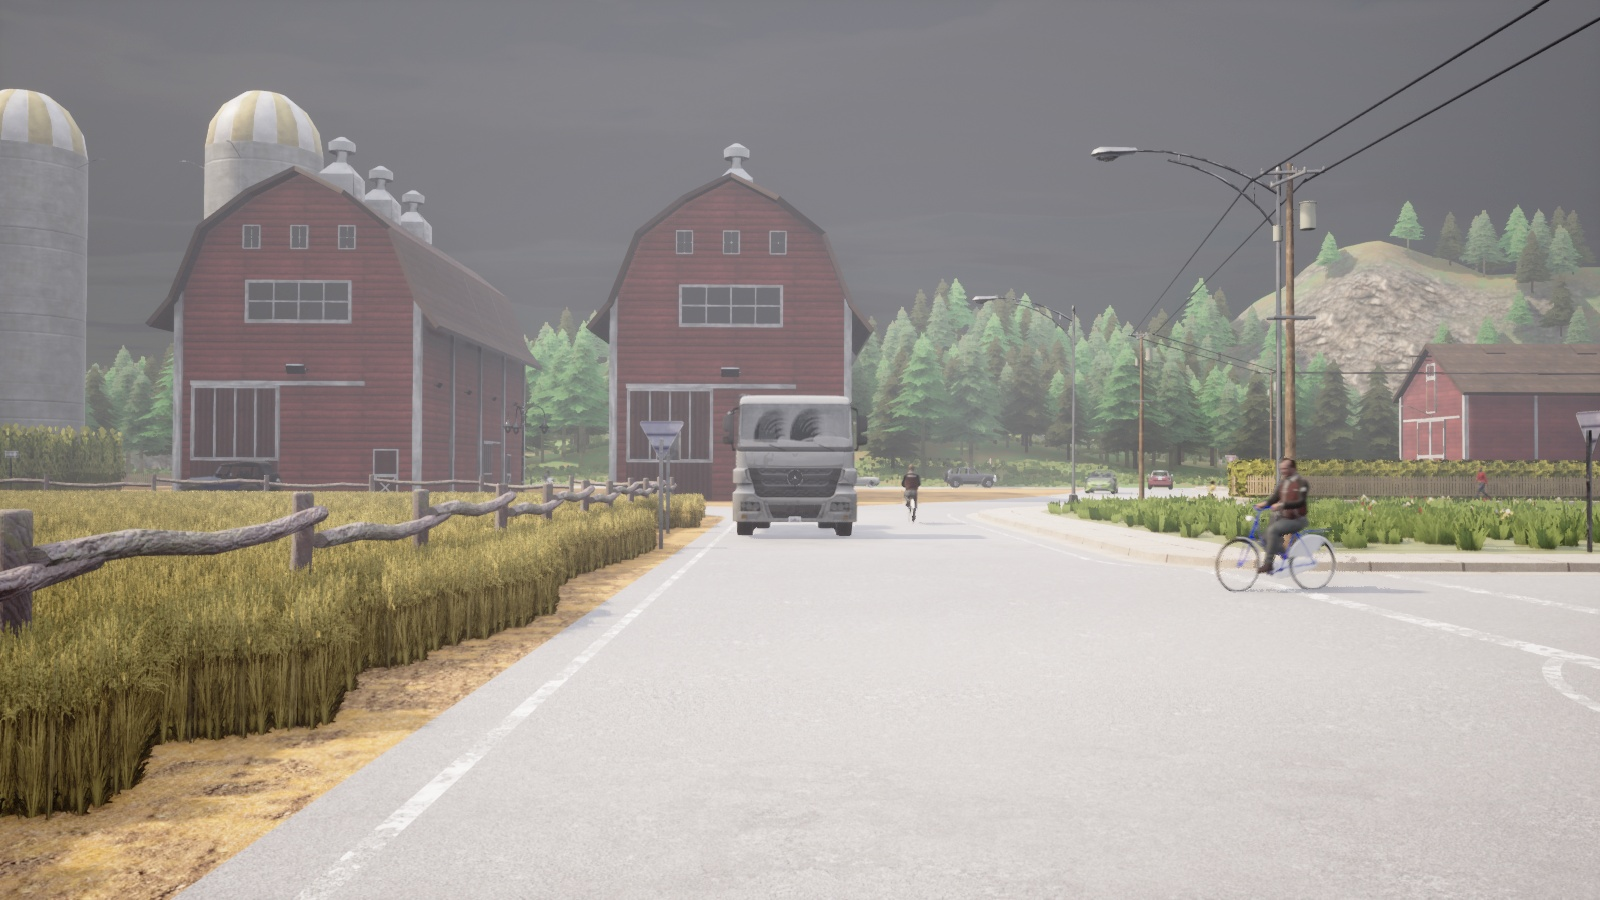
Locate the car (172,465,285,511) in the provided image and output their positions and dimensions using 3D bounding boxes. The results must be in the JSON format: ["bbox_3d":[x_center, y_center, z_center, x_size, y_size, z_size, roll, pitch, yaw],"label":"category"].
[{"bbox_3d":[-23.862,1.585,52.495,3.866,1.878,1.905,0,-1,-3],"label":"car"}]

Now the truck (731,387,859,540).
[{"bbox_3d":[-0.132,0.376,32.420,2.891,3.462,7.936,0,-1,0],"label":"truck"}]

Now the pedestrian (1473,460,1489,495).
[{"bbox_3d":[35.260,1.418,65.002,0.636,1.846,0.331,0,-1,0],"label":"pedestrian"}]

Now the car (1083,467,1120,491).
[{"bbox_3d":[19.803,1.906,82.345,2.007,1.525,4.514,-1,-1,19],"label":"car"}]

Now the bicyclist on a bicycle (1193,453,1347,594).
[{"bbox_3d":[6.159,0.936,16.459,1.843,1.776,0.659,0,0,-16],"label":"bicyclist on a bicycle"}]
